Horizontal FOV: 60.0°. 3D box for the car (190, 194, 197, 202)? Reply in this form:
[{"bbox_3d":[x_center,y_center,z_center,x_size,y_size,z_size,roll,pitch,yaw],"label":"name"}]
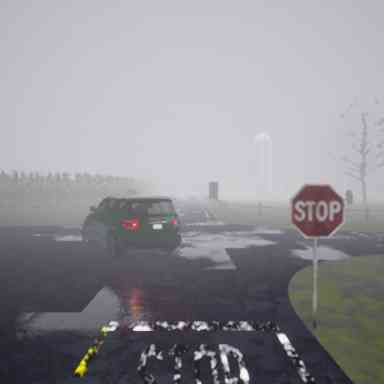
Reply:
[{"bbox_3d":[0.093,1.149,61.982,2.033,1.411,5.357,0,0,0],"label":"car"}]

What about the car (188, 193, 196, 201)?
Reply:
[{"bbox_3d":[-0.013,1.070,72.431,1.812,1.442,4.674,0,0,0],"label":"car"}]

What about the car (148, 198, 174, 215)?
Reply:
[{"bbox_3d":[-2.839,1.348,31.316,1.994,1.385,4.181,0,0,0],"label":"car"}]

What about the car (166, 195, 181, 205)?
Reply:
[{"bbox_3d":[-2.830,1.207,51.784,2.033,1.411,5.357,0,0,0],"label":"car"}]

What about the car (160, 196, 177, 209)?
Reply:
[{"bbox_3d":[-2.846,1.247,41.285,1.812,1.442,4.674,0,0,0],"label":"car"}]

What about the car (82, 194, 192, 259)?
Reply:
[{"bbox_3d":[-2.460,1.127,12.608,2.150,2.045,5.566,1,0,-31],"label":"car"}]
